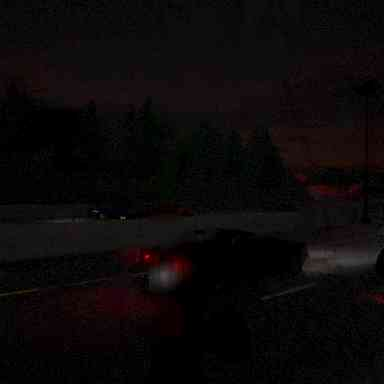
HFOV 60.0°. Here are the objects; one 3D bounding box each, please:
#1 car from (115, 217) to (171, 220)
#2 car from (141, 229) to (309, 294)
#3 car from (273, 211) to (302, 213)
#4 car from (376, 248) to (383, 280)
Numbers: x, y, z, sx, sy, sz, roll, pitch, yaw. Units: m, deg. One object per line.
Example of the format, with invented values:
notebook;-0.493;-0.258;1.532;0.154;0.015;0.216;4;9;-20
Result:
car;-3.384;1.634;23.580;5.008;1.535;1.882;1;-1;-39
car;1.121;1.681;9.066;4.718;1.301;1.895;1;-1;-37
car;7.572;1.795;28.449;4.892;1.490;1.837;2;-1;-42
car;6.836;1.694;9.147;4.181;1.385;1.994;1;-1;-39
